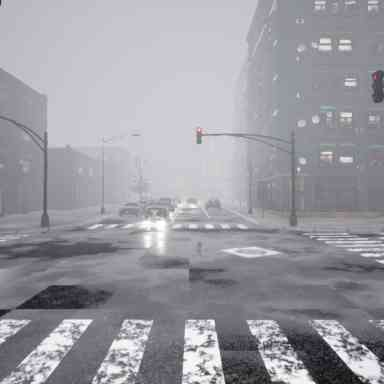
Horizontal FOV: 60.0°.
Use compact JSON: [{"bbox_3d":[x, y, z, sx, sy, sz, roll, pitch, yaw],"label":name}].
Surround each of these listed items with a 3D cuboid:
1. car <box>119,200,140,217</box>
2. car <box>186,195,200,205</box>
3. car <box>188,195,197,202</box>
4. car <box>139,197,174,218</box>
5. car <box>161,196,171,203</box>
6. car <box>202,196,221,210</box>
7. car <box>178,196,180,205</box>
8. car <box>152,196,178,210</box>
[{"bbox_3d":[-5.743,1.554,31.798,1.887,1.381,4.507,1,0,0],"label":"car"},{"bbox_3d":[0.019,1.495,59.466,1.882,1.535,5.008,0,0,0],"label":"car"},{"bbox_3d":[0.022,1.378,69.892,1.812,1.442,4.674,0,0,0],"label":"car"},{"bbox_3d":[-3.088,1.500,29.946,2.128,1.511,4.902,0,0,0],"label":"car"},{"bbox_3d":[-5.654,1.604,71.600,1.802,1.307,4.206,1,0,0],"label":"car"},{"bbox_3d":[2.719,1.452,43.225,1.967,1.590,4.097,1,0,0],"label":"car"},{"bbox_3d":[-3.075,1.539,48.835,1.812,1.442,4.674,0,0,0],"label":"car"},{"bbox_3d":[-3.084,1.363,38.965,2.097,1.767,4.553,0,0,0],"label":"car"}]
